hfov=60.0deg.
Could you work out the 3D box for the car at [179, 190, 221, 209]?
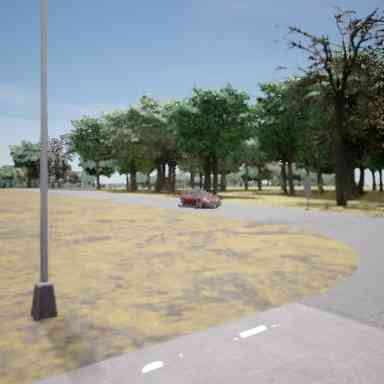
[{"bbox_3d":[0.719,0.590,31.299,2.097,1.767,4.553,-1,2,-36],"label":"car"}]
